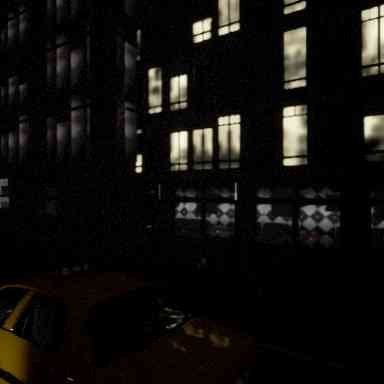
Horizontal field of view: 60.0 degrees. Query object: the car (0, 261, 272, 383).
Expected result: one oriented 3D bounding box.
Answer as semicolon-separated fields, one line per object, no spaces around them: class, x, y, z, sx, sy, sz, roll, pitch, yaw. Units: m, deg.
car;-1.552;1.499;3.924;4.829;1.417;1.752;0;0;35
